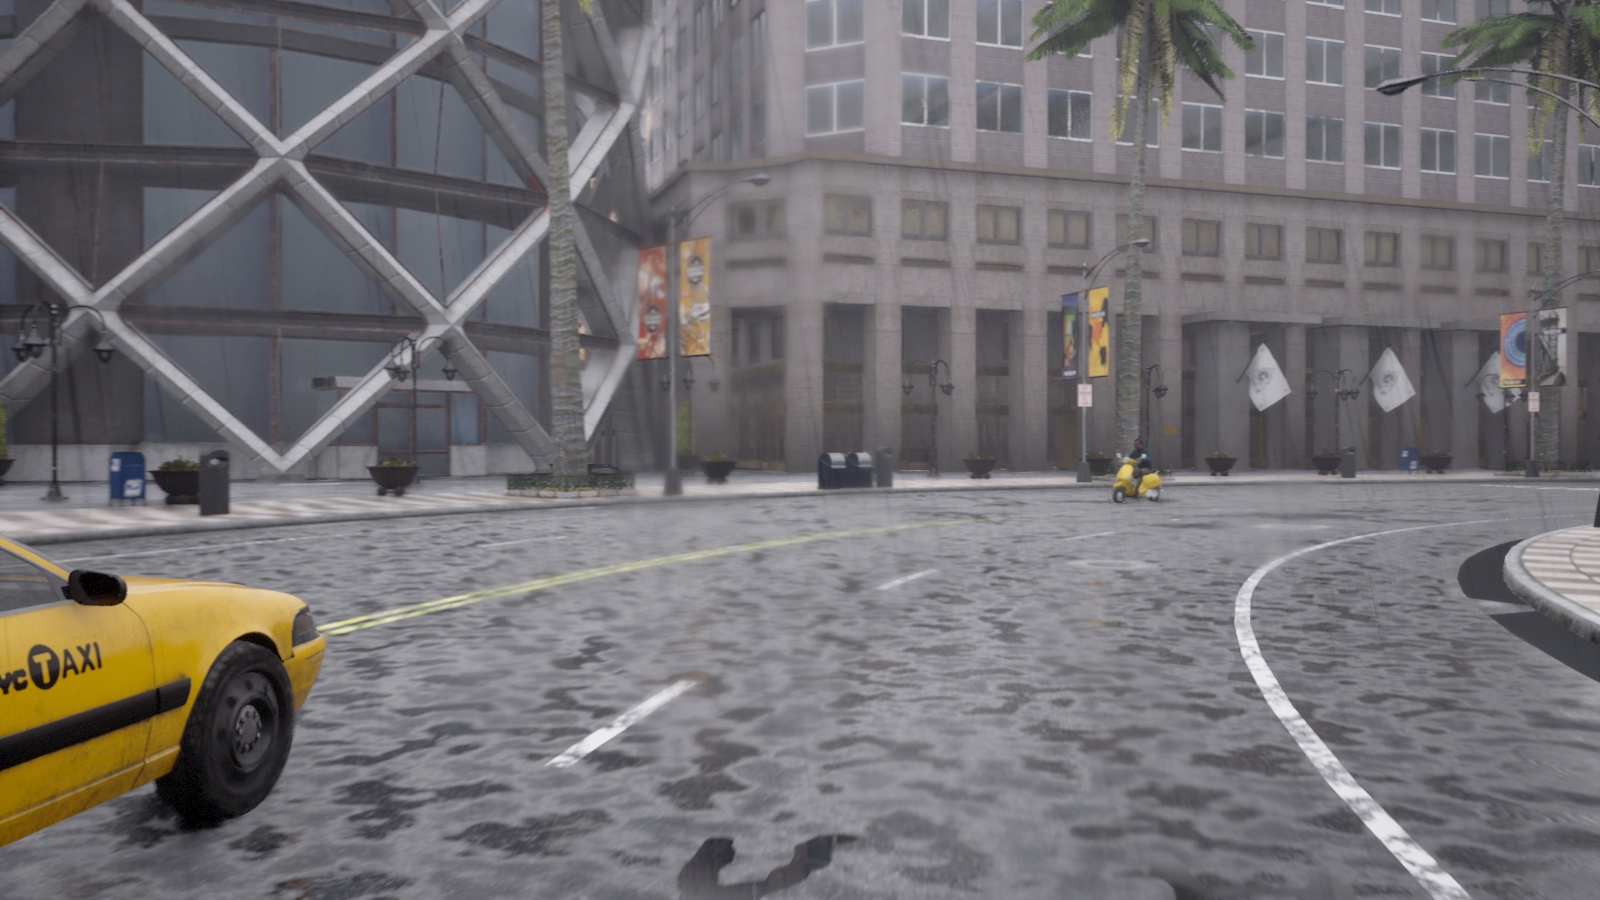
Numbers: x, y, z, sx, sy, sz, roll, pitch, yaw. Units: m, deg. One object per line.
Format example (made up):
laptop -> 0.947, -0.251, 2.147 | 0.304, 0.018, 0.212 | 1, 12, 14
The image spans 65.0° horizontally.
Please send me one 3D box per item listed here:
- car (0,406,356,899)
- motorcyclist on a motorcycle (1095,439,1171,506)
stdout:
car -> -3.231, 0.661, 3.302 | 1.801, 1.575, 5.366 | 0, 0, 5
motorcyclist on a motorcycle -> 8.270, 0.539, 31.153 | 1.817, 1.590, 0.866 | 0, 1, -36
